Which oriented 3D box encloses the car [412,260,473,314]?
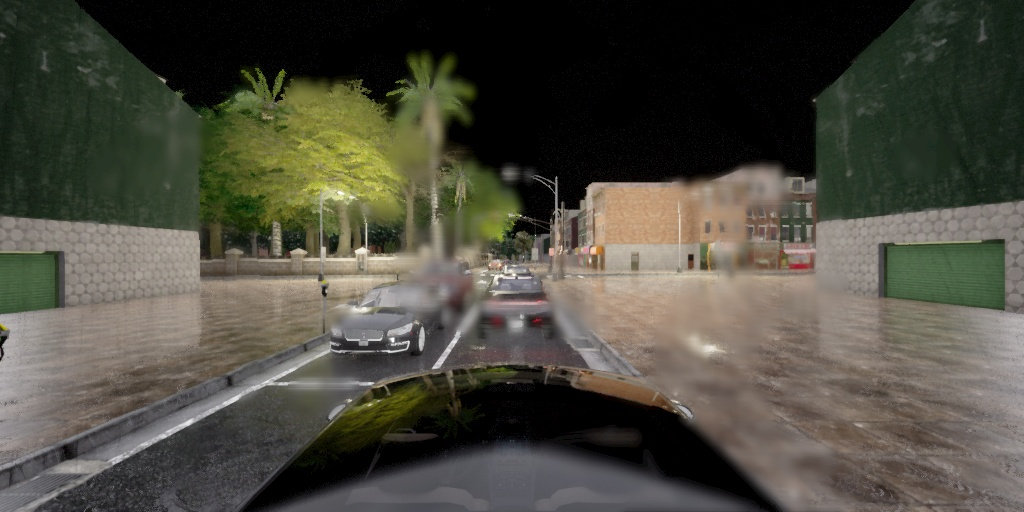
[{"bbox_3d":[-2.585,1.068,13.971,2.192,1.841,5.009,0,0,0],"label":"car"}]

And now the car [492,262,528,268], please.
[{"bbox_3d":[0.182,1.251,19.398,2.128,1.511,4.902,0,0,-2],"label":"car"}]

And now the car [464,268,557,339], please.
[{"bbox_3d":[0.132,1.242,10.009,2.128,1.511,4.902,0,0,0],"label":"car"}]

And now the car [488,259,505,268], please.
[{"bbox_3d":[-2.412,1.292,52.117,1.967,1.591,4.097,0,0,0],"label":"car"}]

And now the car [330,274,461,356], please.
[{"bbox_3d":[-2.610,1.301,8.508,2.007,1.370,4.403,0,0,0],"label":"car"}]
